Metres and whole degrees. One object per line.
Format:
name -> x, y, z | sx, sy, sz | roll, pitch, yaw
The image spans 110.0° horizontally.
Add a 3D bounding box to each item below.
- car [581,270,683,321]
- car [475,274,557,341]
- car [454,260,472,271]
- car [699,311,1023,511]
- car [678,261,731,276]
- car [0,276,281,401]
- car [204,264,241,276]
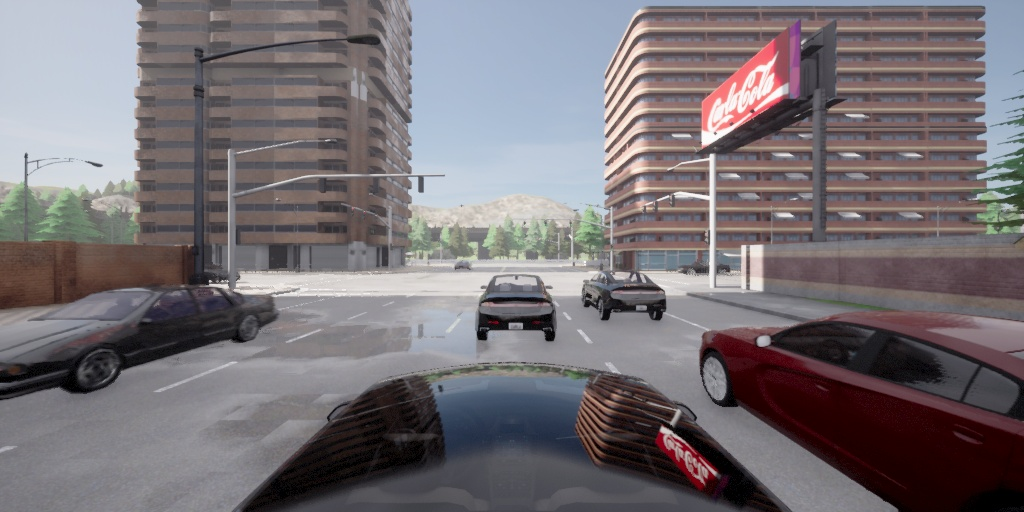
car -> 3.657, 1.242, 12.459 | 2.128, 1.511, 4.902 | 0, 0, 1
car -> 0.121, 1.242, 9.854 | 2.128, 1.511, 4.902 | 0, 0, 1
car -> -6.614, 1.281, 48.765 | 1.994, 1.385, 4.181 | 0, 0, 0
car -> 3.611, 1.228, 3.162 | 1.882, 1.535, 5.008 | 0, 0, 0
car -> 19.741, 1.228, 36.980 | 5.008, 1.535, 1.882 | 0, 0, 0
car -> -6.960, 1.299, 6.938 | 2.033, 1.411, 5.357 | 0, 0, 0
car -> -22.682, 1.277, 26.423 | 4.674, 1.442, 1.812 | 1, 0, 0
